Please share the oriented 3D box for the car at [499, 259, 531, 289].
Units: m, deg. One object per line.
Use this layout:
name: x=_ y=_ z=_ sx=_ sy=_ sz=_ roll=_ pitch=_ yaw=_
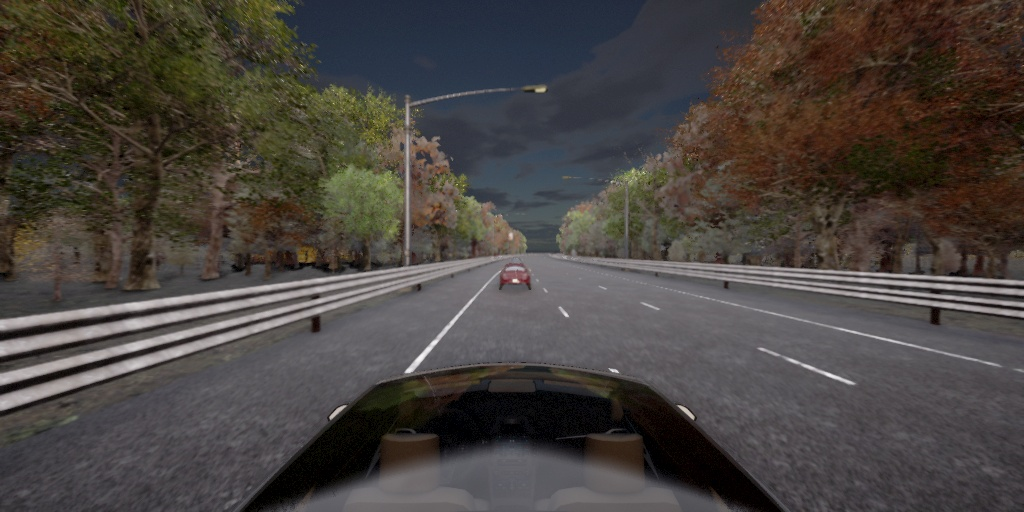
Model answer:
car: x=0.189 y=1.136 z=21.480 sx=1.812 sy=1.442 sz=4.674 roll=0 pitch=0 yaw=1
